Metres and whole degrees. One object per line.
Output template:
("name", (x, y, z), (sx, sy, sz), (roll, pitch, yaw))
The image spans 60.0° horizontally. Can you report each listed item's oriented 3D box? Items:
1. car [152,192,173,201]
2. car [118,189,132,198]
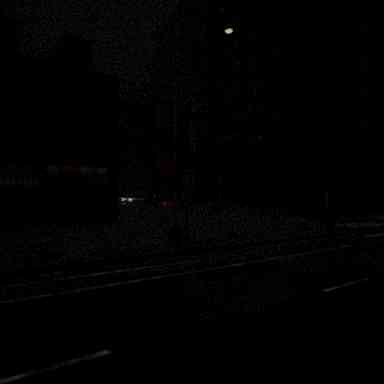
("car", (-4.732, 0.651, 51.542), (1.812, 1.442, 4.674), (0, 3, -35))
("car", (-12.123, 0.210, 57.219), (2.033, 1.411, 5.357), (0, 3, -35))
